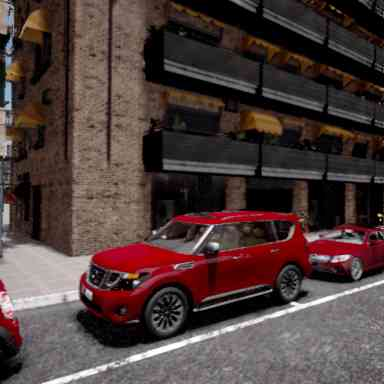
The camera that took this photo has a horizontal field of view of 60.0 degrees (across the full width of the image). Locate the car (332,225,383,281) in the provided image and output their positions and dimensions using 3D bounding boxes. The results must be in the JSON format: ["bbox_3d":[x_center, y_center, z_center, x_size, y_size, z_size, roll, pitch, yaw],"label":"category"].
[{"bbox_3d":[4.960,1.690,10.134,4.206,1.307,1.802,1,0,-36],"label":"car"}]

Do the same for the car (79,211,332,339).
[{"bbox_3d":[0.386,1.364,6.845,5.009,1.841,2.192,1,0,-36],"label":"car"}]

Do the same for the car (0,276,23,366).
[{"bbox_3d":[-4.192,1.431,3.555,4.097,1.590,1.967,1,0,-36],"label":"car"}]
